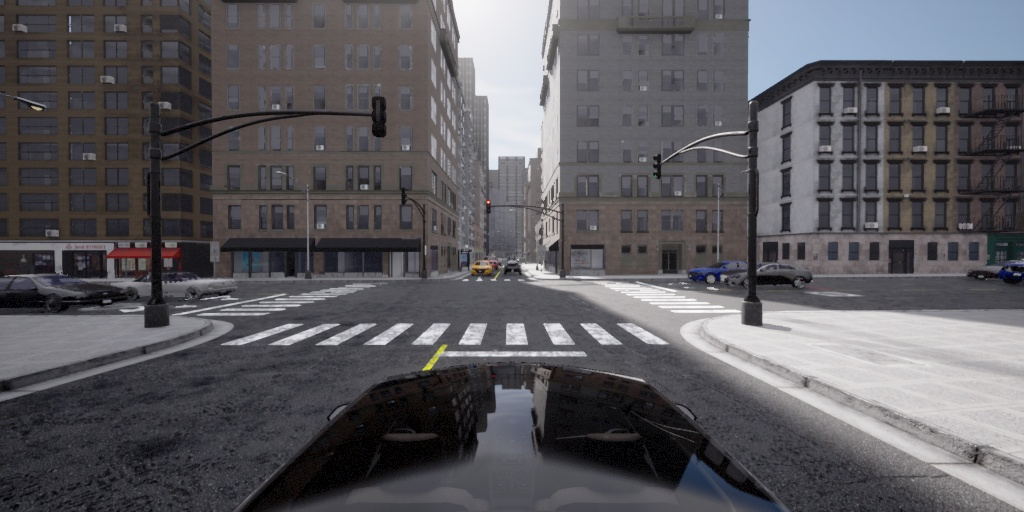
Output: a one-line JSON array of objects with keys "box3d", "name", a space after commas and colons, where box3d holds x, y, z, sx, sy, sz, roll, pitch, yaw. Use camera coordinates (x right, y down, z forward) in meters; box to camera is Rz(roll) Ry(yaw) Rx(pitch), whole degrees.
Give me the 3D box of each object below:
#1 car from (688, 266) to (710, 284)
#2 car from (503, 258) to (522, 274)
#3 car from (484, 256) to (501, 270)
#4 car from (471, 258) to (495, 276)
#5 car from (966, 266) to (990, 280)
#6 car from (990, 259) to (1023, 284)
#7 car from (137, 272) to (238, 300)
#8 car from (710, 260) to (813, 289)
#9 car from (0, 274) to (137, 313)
[{"box3d": [14.647, 1.076, 24.420, 5.008, 1.535, 1.882, 0, 1, 0], "name": "car"}, {"box3d": [0.076, 1.262, 40.493, 1.837, 1.490, 4.892, 0, 0, 0], "name": "car"}, {"box3d": [-3.128, 0.989, 52.061, 2.150, 2.045, 5.566, 0, 0, 0], "name": "car"}, {"box3d": [-3.119, 1.233, 37.576, 1.882, 1.535, 5.008, 0, 0, 0], "name": "car"}, {"box3d": [34.717, 1.006, 24.517, 5.357, 1.411, 2.033, 0, 1, 0], "name": "car"}, {"box3d": [32.703, 0.729, 21.257, 5.566, 2.045, 2.150, 0, 1, 0], "name": "car"}, {"box3d": [-16.357, 1.437, 17.556, 4.718, 1.301, 1.895, 0, 1, 0], "name": "car"}, {"box3d": [14.885, 1.123, 21.170, 4.902, 1.511, 2.128, 0, 1, 0], "name": "car"}, {"box3d": [-18.819, 1.431, 14.293, 5.357, 1.411, 2.033, 0, 1, 0], "name": "car"}]
